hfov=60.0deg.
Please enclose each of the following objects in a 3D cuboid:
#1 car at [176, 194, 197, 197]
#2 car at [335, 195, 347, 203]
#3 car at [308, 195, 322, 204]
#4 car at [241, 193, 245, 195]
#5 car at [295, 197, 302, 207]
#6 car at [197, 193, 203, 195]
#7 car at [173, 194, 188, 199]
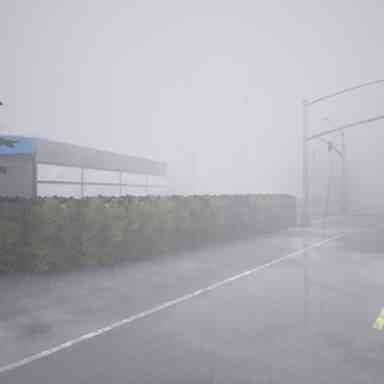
[{"bbox_3d":[-1.695,1.296,66.086,2.007,1.523,4.514,0,0,38],"label":"car"},{"bbox_3d":[29.283,1.371,65.019,1.845,1.501,3.633,0,0,38],"label":"car"},{"bbox_3d":[22.344,1.382,61.045,1.970,1.475,3.806,0,0,38],"label":"car"},{"bbox_3d":[12.253,1.075,78.127,1.905,1.878,3.866,0,0,38],"label":"car"},{"bbox_3d":[13.149,1.338,44.587,2.007,1.523,4.514,0,0,38],"label":"car"},{"bbox_3d":[2.215,1.151,86.060,2.152,1.636,5.027,0,0,38],"label":"car"},{"bbox_3d":[-3.021,1.230,89.786,1.970,1.475,3.806,0,0,38],"label":"car"}]
